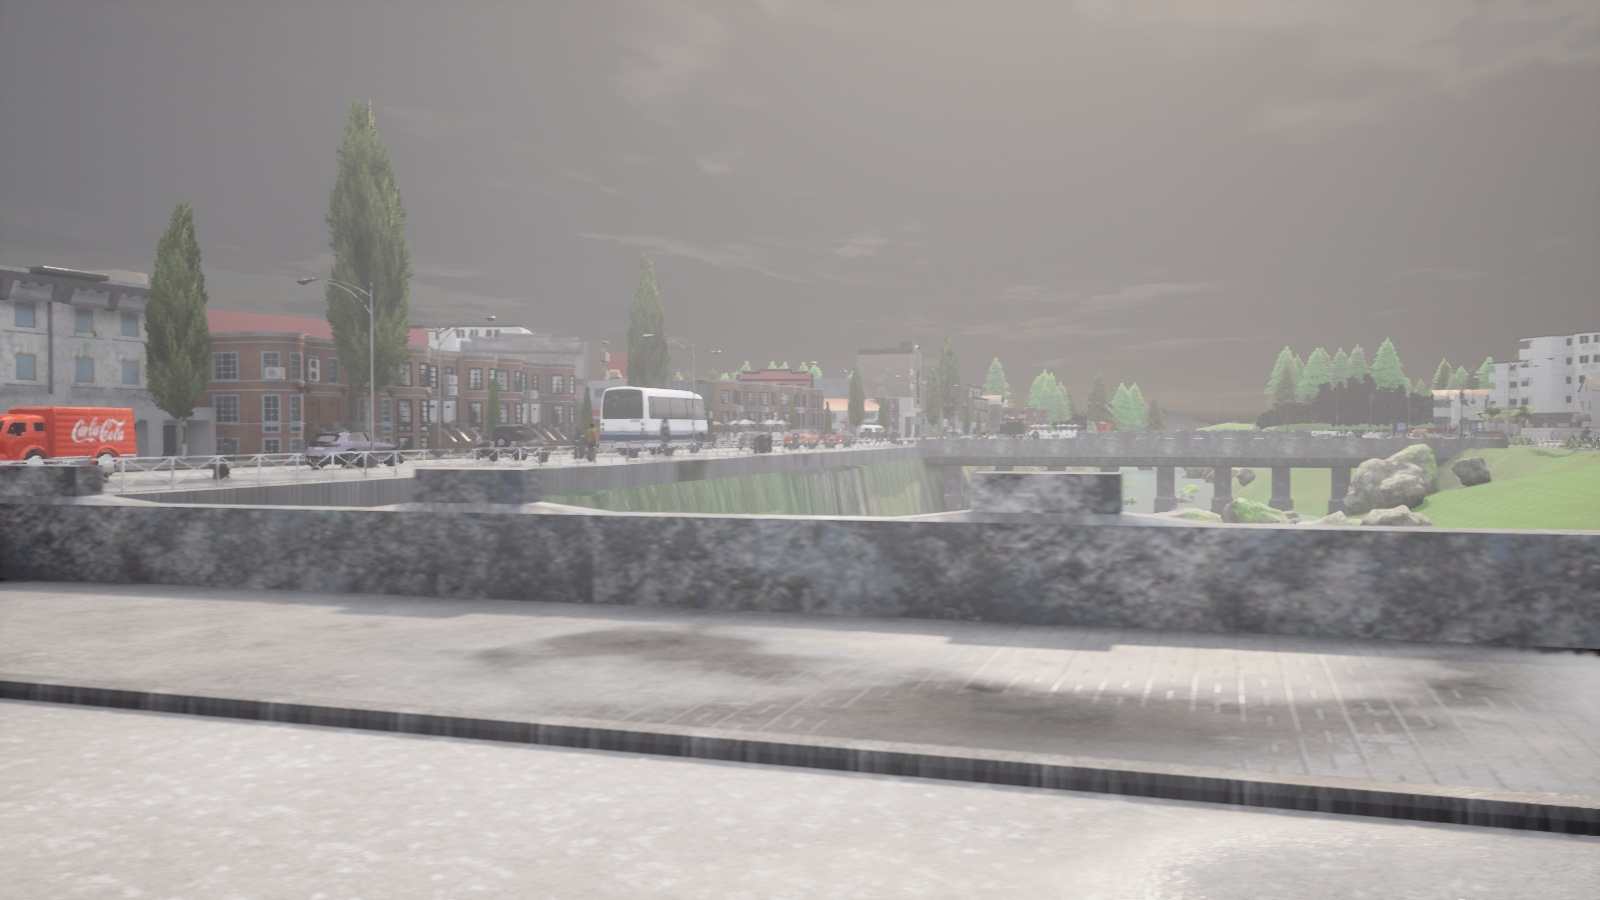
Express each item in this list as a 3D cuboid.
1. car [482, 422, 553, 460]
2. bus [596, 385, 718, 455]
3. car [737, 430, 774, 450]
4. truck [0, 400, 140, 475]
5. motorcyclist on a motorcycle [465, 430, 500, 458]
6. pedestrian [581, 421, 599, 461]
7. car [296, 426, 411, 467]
[{"bbox_3d":[-14.721,-0.485,65.721,1.905,1.878,3.866,1,1,19],"label":"car"},{"bbox_3d":[-9.176,-1.900,82.171,3.944,4.253,10.273,1,1,19],"label":"bus"},{"bbox_3d":[-3.495,-0.795,99.125,1.789,1.549,3.705,1,1,19],"label":"car"},{"bbox_3d":[-26.261,-0.464,43.930,2.627,2.467,5.204,1,1,19],"label":"truck"},{"bbox_3d":[-17.608,-0.321,69.694,0.866,1.530,2.191,1,1,19],"label":"motorcyclist on a motorcycle"},{"bbox_3d":[-9.664,-0.427,57.916,0.431,1.840,0.709,1,1,39],"label":"pedestrian"},{"bbox_3d":[-18.884,-0.169,53.339,2.033,1.649,4.856,1,1,19],"label":"car"}]
